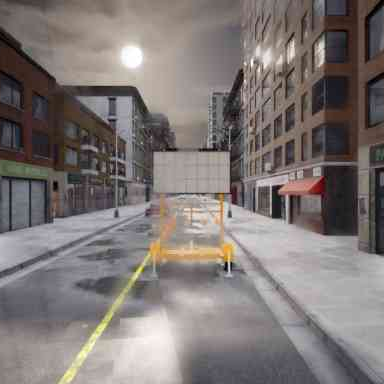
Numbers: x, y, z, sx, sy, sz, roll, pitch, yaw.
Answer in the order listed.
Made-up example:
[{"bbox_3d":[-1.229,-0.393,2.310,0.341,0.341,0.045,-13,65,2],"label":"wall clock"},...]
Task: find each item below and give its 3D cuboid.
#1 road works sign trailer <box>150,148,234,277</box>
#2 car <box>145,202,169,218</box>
[{"bbox_3d":[-0.008,0.466,10.225,2.380,3.560,2.880,0,0,0],"label":"road works sign trailer"},{"bbox_3d":[-3.129,1.612,30.327,1.895,1.301,4.718,0,0,0],"label":"car"}]
